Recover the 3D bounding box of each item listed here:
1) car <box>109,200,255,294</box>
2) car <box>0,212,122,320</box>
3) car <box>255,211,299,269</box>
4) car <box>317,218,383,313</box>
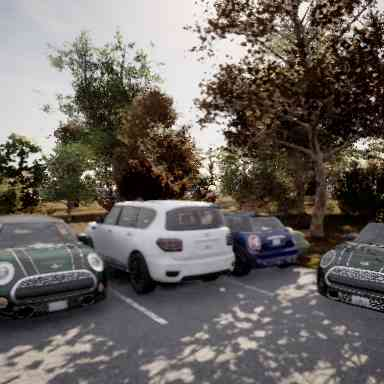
[{"bbox_3d":[-1.223,1.243,9.220,2.435,2.045,5.566,0,0,-35],"label":"car"},{"bbox_3d":[-3.595,1.359,7.533,2.185,1.767,4.553,0,0,-35],"label":"car"},{"bbox_3d":[1.080,1.378,10.788,2.185,1.767,4.553,0,0,-35],"label":"car"},{"bbox_3d":[4.731,1.380,7.464,4.553,1.767,2.097,0,0,-41],"label":"car"}]
